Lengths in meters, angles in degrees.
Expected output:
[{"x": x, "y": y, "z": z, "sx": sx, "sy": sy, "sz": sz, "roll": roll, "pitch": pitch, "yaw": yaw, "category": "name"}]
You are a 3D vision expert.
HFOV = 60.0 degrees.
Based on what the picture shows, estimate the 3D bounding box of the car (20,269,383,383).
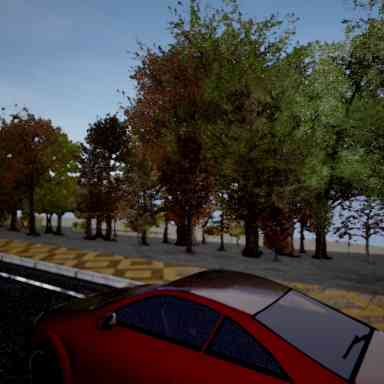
[{"x": 0.033, "y": 1.573, "z": 3.544, "sx": 4.181, "sy": 1.385, "sz": 1.994, "roll": 0, "pitch": 0, "yaw": 36, "category": "car"}]
